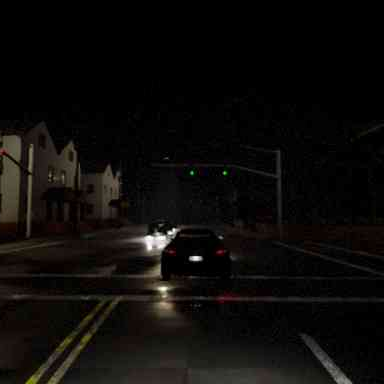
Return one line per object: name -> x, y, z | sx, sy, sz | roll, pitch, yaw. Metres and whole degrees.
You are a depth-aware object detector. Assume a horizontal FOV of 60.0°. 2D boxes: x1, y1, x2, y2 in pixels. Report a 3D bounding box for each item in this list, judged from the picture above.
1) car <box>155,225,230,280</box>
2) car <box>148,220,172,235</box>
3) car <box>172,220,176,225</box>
car -> 0.104, 1.906, 10.877 | 1.994, 1.385, 4.181 | 0, -4, 0
car -> -3.592, 3.782, 35.623 | 2.128, 1.511, 4.902 | 0, -4, 0
car -> -3.584, 4.512, 44.975 | 1.837, 1.490, 4.892 | 0, -4, 0
